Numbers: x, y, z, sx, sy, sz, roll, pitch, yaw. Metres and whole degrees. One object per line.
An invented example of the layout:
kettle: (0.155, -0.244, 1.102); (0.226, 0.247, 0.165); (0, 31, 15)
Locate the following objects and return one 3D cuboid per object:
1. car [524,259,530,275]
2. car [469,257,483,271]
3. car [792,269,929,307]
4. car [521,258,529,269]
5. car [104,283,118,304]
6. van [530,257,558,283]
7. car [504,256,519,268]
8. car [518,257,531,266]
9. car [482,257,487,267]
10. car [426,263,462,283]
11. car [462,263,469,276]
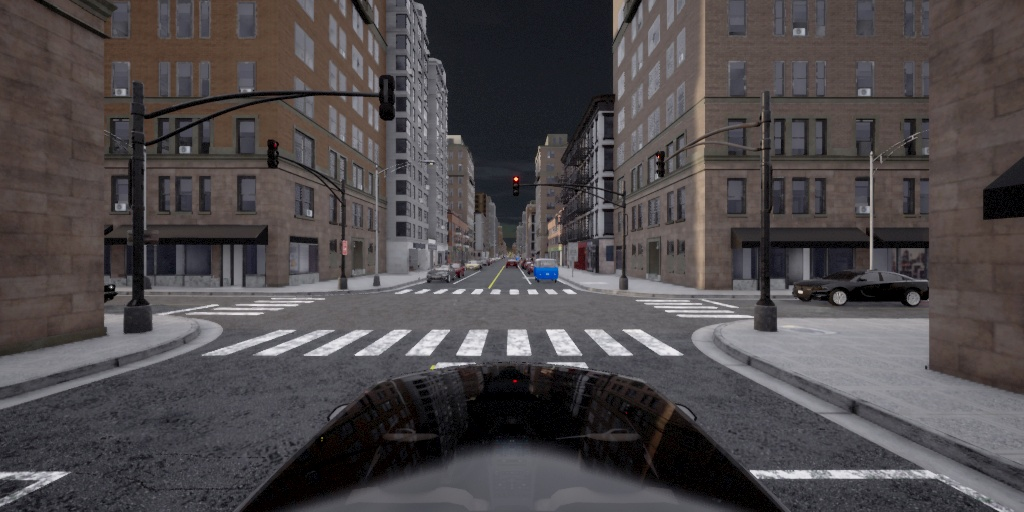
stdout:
car: (2.557, 1.330, 39.282); (1.802, 1.307, 4.207); (0, 0, 0)
car: (-5.492, 1.269, 50.452); (1.751, 1.417, 4.829); (0, 0, 0)
car: (15.193, 1.328, 15.785); (5.008, 1.535, 1.882); (0, 0, 0)
car: (2.533, 1.326, 50.645); (1.802, 1.307, 4.207); (0, 0, 0)
car: (-17.227, 1.254, 12.719); (4.718, 1.301, 1.895); (0, 0, -2)
van: (2.581, 1.089, 27.919); (1.690, 1.789, 3.998); (0, 0, 0)
car: (-0.023, 1.215, 60.080); (1.882, 1.535, 5.008); (0, 0, 0)
car: (2.521, 1.054, 56.327); (2.192, 1.841, 5.009); (0, 0, 0)
car: (-5.504, 1.305, 56.304); (1.948, 1.339, 4.313); (0, 0, 0)
car: (-5.444, 1.299, 27.894); (2.007, 1.370, 4.403); (0, 0, 0)
car: (-5.456, 1.293, 33.575); (1.888, 1.381, 4.507); (0, 0, 0)
